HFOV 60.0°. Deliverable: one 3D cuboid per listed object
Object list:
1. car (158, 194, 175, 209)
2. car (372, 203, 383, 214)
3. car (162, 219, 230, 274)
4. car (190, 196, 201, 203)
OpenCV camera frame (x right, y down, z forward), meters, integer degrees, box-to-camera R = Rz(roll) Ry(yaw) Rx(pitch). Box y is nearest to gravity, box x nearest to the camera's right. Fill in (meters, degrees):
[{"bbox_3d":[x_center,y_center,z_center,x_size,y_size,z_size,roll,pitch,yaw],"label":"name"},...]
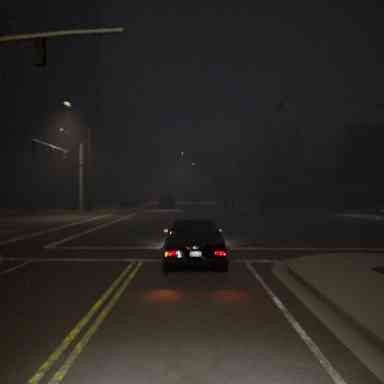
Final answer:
[{"bbox_3d":[-3.589,1.303,47.743,2.150,2.045,5.566,0,0,0],"label":"car"},{"bbox_3d":[20.222,1.361,32.575,4.553,1.767,2.097,0,0,0],"label":"car"},{"bbox_3d":[0.046,1.569,10.646,2.033,1.411,5.357,0,0,-1],"label":"car"},{"bbox_3d":[0.746,1.648,72.713,1.812,1.442,4.674,0,0,12],"label":"car"}]
